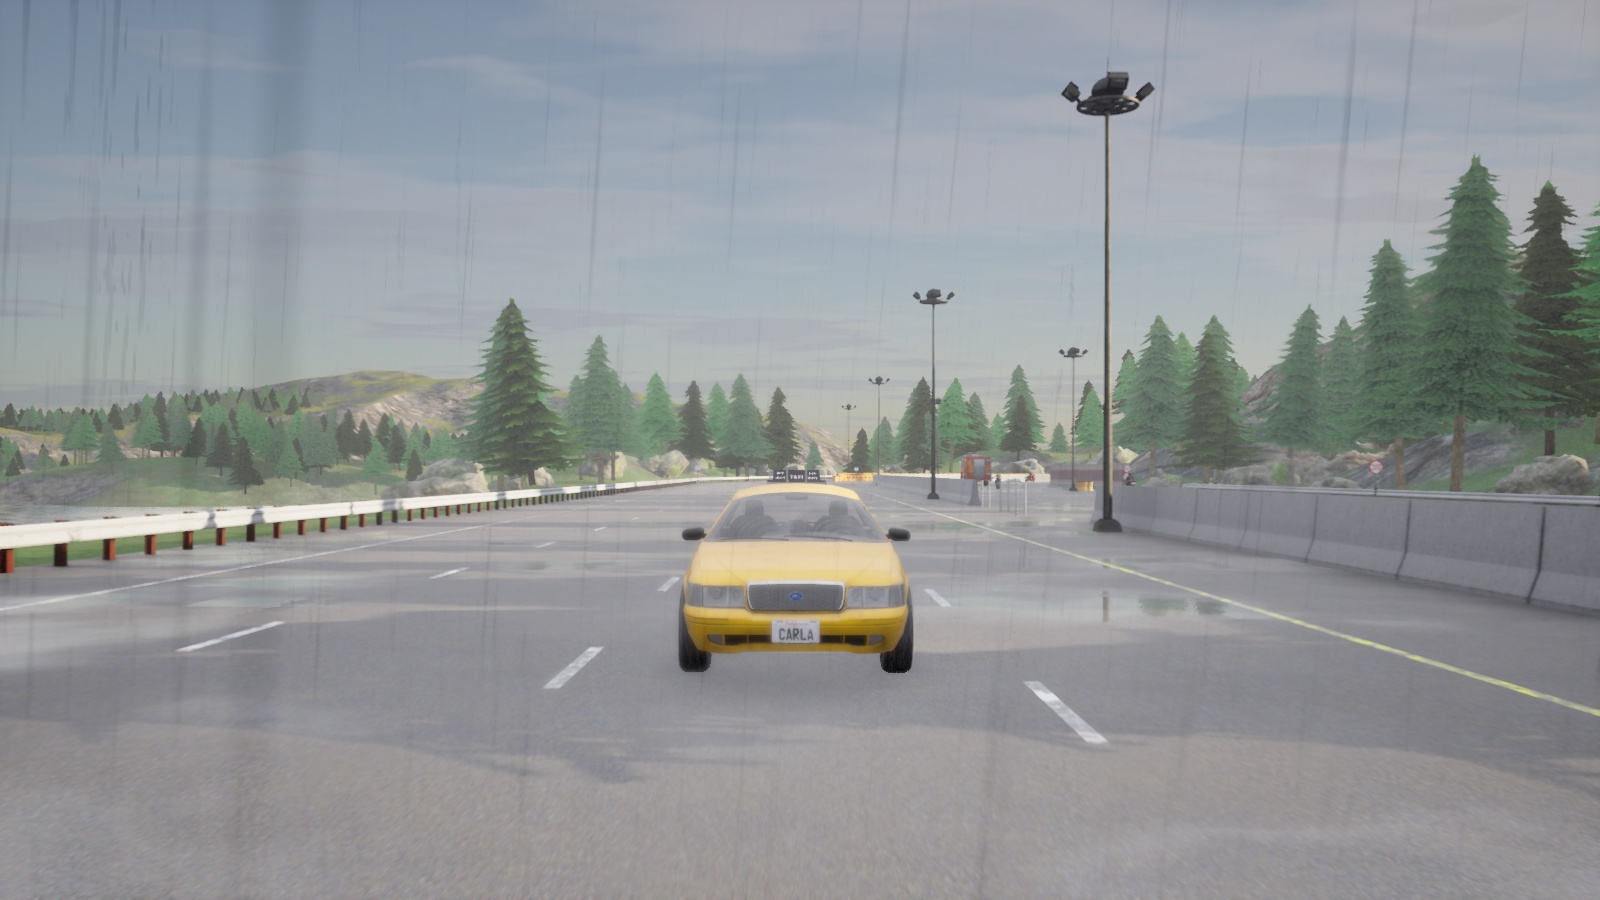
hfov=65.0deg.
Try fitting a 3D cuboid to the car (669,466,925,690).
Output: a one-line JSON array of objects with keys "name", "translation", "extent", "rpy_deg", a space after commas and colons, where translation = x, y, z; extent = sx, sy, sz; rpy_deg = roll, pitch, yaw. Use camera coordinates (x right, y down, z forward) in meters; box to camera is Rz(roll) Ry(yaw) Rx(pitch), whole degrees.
[{"name": "car", "translation": [-0.027, 0.947, 11.546], "extent": [1.801, 1.575, 5.366], "rpy_deg": [0, -1, 0]}]
